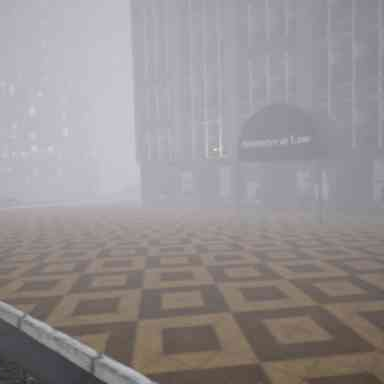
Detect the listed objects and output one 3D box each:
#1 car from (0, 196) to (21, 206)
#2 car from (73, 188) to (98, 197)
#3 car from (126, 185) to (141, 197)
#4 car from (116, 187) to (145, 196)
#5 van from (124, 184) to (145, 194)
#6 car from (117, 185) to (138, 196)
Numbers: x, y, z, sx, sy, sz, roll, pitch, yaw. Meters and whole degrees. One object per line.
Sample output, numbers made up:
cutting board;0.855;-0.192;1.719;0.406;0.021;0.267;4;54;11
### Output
car;-22.868;1.097;39.686;2.008;1.369;4.403;0;3;40
car;-18.661;0.077;58.139;1.967;1.590;4.097;0;3;40
car;-8.609;0.024;57.147;1.947;1.339;4.313;0;3;40
car;-11.489;-0.171;62.608;2.033;1.411;5.357;1;3;40
van;-11.486;-0.566;66.823;1.690;1.788;3.998;0;3;40
car;-11.043;-0.018;58.405;1.812;1.442;4.674;1;3;40
